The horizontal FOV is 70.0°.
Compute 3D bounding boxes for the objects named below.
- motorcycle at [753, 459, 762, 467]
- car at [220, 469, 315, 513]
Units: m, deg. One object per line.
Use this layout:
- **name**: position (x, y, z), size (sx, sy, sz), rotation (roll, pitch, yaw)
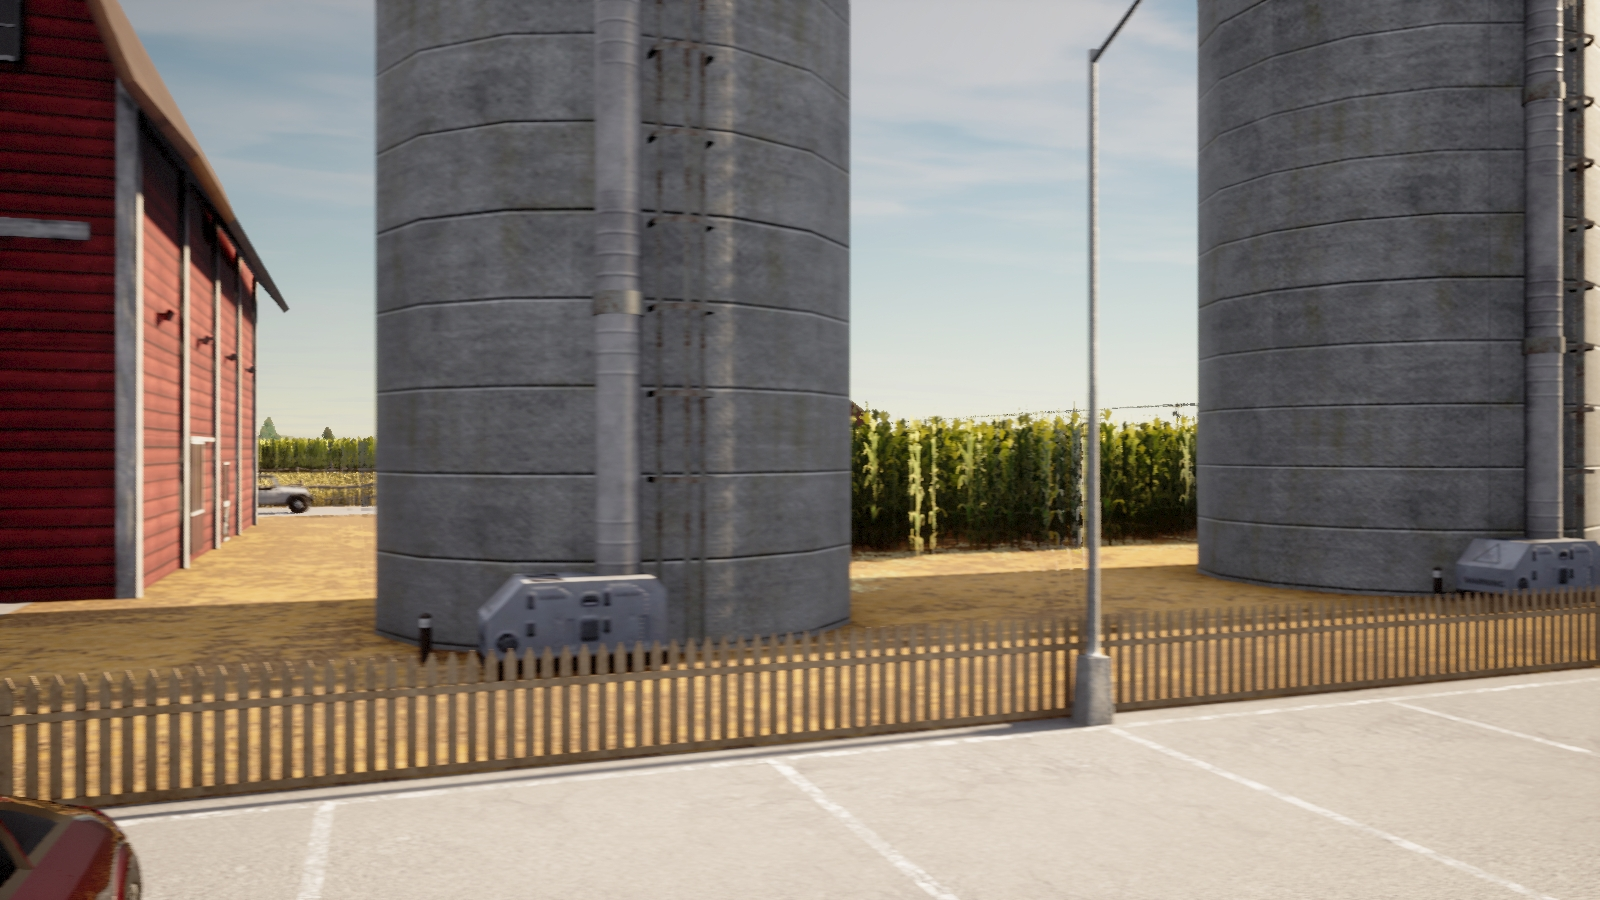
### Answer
- **motorcycle**: position (-7.226, 2.154, 195.269), size (0.764, 1.307, 2.356), rotation (0, 0, -21)
- **car**: position (-24.463, 1.857, 52.615), size (3.866, 1.878, 1.905), rotation (0, 0, -21)
